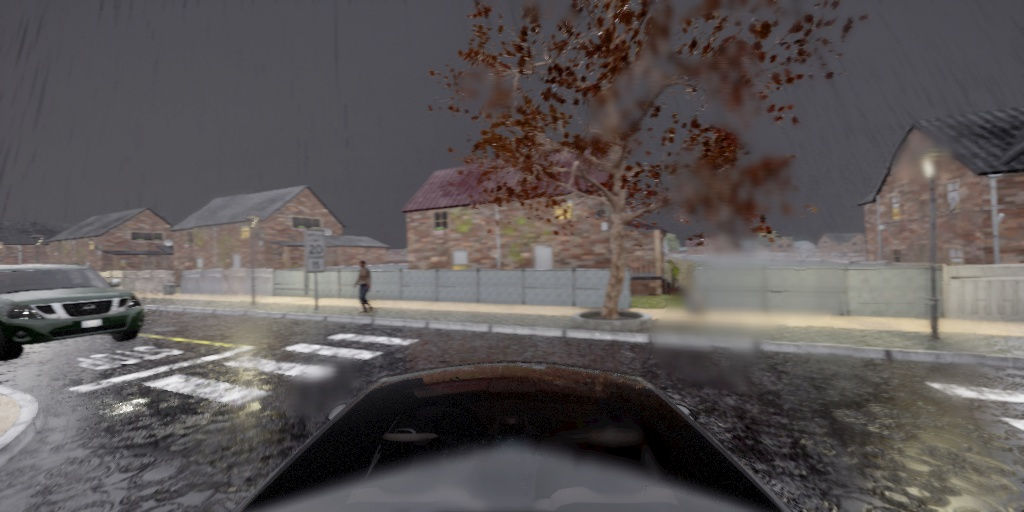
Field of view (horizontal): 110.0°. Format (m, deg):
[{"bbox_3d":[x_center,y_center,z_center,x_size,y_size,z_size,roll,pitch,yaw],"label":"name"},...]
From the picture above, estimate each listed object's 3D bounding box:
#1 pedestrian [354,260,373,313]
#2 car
[{"bbox_3d":[-4.955,0.993,12.094,0.375,1.860,0.375,-2,-2,22],"label":"pedestrian"},{"bbox_3d":[-12.016,1.219,9.110,5.566,2.045,2.150,-1,0,22],"label":"car"}]
